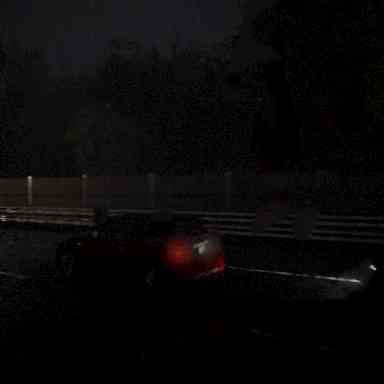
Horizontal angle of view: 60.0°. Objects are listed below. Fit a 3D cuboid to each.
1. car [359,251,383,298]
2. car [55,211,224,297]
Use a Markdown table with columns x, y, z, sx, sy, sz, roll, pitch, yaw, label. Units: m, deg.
| x | y | z | sx | sy | sz | roll | pitch | yaw | label |
| --- | --- | --- | --- | --- | --- | --- | --- | --- | --- |
| 5.468 | 1.523 | 6.162 | 4.181 | 1.385 | 1.994 | 0 | 0 | 37 | car |
| -1.521 | 1.328 | 8.726 | 4.553 | 1.767 | 2.097 | 0 | 0 | 34 | car |
